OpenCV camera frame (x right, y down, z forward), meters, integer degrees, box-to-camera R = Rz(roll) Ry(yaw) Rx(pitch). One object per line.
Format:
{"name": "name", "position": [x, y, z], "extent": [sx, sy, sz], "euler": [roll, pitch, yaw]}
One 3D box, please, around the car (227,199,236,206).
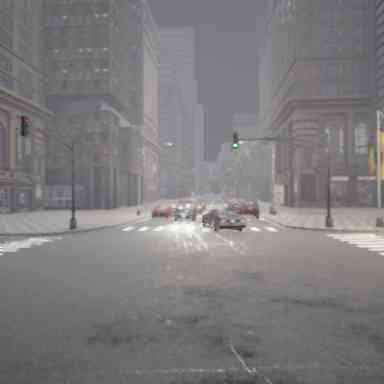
{"name": "car", "position": [8.539, 2.209, 71.752], "extent": [1.802, 1.307, 4.206], "euler": [0, 0, 4]}

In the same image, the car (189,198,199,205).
{"name": "car", "position": [0.467, 2.146, 77.929], "extent": [1.967, 1.590, 4.097], "euler": [0, 0, 4]}

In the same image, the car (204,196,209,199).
{"name": "car", "position": [1.030, 1.871, 50.434], "extent": [2.097, 1.767, 4.553], "euler": [0, -1, 5]}

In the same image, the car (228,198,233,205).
{"name": "car", "position": [6.829, 2.045, 49.653], "extent": [1.947, 1.339, 4.313], "euler": [0, 0, 4]}

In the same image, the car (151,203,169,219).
{"name": "car", "position": [-2.954, 1.928, 33.737], "extent": [1.887, 1.381, 4.507], "euler": [0, -1, 4]}

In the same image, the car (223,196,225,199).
{"name": "car", "position": [9.394, 2.246, 82.802], "extent": [1.947, 1.339, 4.313], "euler": [0, 0, 4]}

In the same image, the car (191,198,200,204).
{"name": "car", "position": [0.894, 2.312, 83.453], "extent": [1.802, 1.307, 4.206], "euler": [0, 0, 4]}

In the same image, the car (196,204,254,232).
{"name": "car", "position": [1.974, 1.793, 21.995], "extent": [2.033, 1.411, 5.357], "euler": [0, -1, -11]}

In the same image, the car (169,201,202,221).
{"name": "car", "position": [-0.520, 1.833, 30.588], "extent": [2.128, 1.511, 4.902], "euler": [0, -1, 5]}

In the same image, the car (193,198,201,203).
{"name": "car", "position": [1.321, 2.318, 88.977], "extent": [1.947, 1.339, 4.313], "euler": [0, 0, 4]}

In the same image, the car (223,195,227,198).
{"name": "car", "position": [9.835, 2.228, 88.496], "extent": [1.752, 1.417, 4.829], "euler": [0, 0, 4]}

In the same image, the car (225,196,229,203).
{"name": "car", "position": [8.112, 2.035, 66.229], "extent": [1.967, 1.590, 4.097], "euler": [0, 0, 4]}

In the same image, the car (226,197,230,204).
{"name": "car", "position": [7.684, 2.142, 60.703], "extent": [1.802, 1.307, 4.206], "euler": [0, 0, 4]}

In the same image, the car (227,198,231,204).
{"name": "car", "position": [7.270, 2.048, 55.348], "extent": [1.752, 1.417, 4.829], "euler": [0, 0, 4]}

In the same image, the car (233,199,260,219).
{"name": "car", "position": [5.546, 1.648, 33.084], "extent": [2.192, 1.841, 5.009], "euler": [0, -1, 4]}

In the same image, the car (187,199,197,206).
{"name": "car", "position": [0.026, 2.202, 72.235], "extent": [1.752, 1.417, 4.829], "euler": [0, 0, 4]}

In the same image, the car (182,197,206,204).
{"name": "car", "position": [0.255, 1.784, 40.568], "extent": [2.097, 1.767, 4.553], "euler": [0, -1, 5]}

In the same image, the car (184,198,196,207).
{"name": "car", "position": [-0.388, 2.086, 66.881], "extent": [1.967, 1.590, 4.097], "euler": [0, 0, 4]}
